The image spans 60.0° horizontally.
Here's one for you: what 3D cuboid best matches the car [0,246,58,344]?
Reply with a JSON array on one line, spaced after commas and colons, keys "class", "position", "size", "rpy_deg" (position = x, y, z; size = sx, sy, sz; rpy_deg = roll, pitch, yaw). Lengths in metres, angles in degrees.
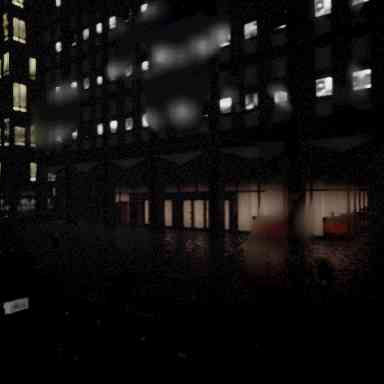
[{"class": "car", "position": [-4.108, 1.627, 5.814], "size": [4.313, 1.339, 1.947], "rpy_deg": [-1, -1, 36]}]
